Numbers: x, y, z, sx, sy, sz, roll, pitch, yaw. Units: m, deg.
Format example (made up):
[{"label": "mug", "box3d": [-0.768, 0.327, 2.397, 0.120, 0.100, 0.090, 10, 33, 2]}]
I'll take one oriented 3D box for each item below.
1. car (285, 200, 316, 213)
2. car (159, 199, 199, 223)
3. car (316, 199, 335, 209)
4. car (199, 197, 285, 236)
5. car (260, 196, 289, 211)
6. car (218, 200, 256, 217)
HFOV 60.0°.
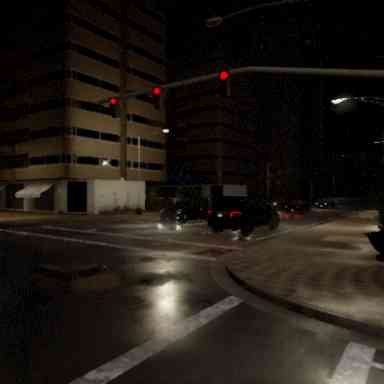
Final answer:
[{"label": "car", "box3d": [12.105, 1.659, 37.676, 1.895, 1.301, 4.718, 0, 0, 35]}, {"label": "car", "box3d": [-0.516, 1.410, 26.197, 2.097, 1.767, 4.553, 0, 0, 35]}, {"label": "car", "box3d": [19.074, 1.659, 47.563, 1.895, 1.301, 4.718, 0, 0, 35]}, {"label": "car", "box3d": [3.043, 1.277, 19.060, 2.150, 2.045, 5.566, 0, 0, 37]}, {"label": "car", "box3d": [10.377, 1.410, 41.620, 2.097, 1.767, 4.553, 0, 0, 35]}, {"label": "car", "box3d": [4.608, 1.584, 33.446, 1.812, 1.442, 4.674, 0, 0, 35]}]
